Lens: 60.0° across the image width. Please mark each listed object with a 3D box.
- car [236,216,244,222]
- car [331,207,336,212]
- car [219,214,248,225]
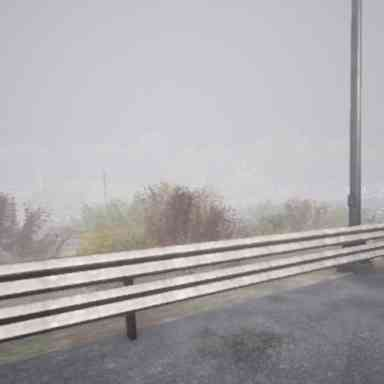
[{"bbox_3d":[8.993,5.323,59.518,4.181,1.385,1.994,-4,3,-19],"label":"car"},{"bbox_3d":[31.700,3.624,70.862,4.181,1.385,1.994,-4,3,-18],"label":"car"},{"bbox_3d":[7.804,5.162,62.809,5.008,1.535,1.882,-4,3,-19],"label":"car"}]
